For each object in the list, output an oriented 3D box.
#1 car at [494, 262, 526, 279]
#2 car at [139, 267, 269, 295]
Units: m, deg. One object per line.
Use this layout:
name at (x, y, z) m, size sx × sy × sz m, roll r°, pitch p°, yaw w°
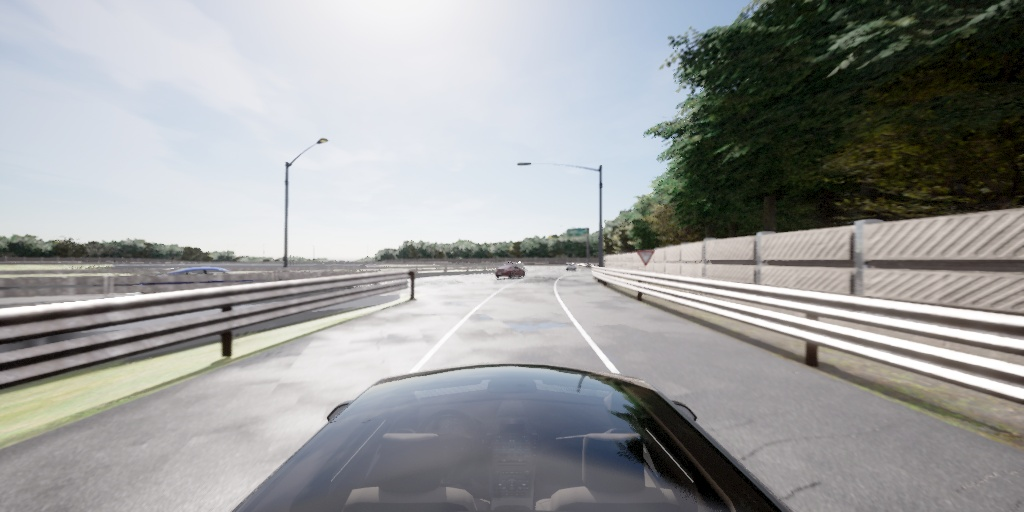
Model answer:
car at (-0.171, 1.691, 38.969) m, size 1.812 × 1.442 × 4.674 m, roll 0°, pitch -1°, yaw 29°
car at (-15.260, 1.310, 18.146) m, size 1.882 × 1.535 × 5.008 m, roll 0°, pitch -1°, yaw 43°
